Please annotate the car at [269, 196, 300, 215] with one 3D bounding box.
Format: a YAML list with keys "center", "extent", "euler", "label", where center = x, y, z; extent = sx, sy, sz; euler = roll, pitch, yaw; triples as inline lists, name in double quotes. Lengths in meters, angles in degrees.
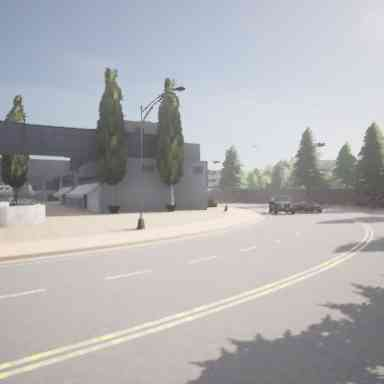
- center: [10.002, 1.431, 36.939]
  extent: [2.150, 2.045, 5.566]
  euler: [0, 0, 4]
  label: "car"

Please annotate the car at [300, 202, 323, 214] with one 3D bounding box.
- center: [13.557, 1.809, 38.581]
  extent: [1.895, 1.301, 4.718]
  euler: [0, 0, 2]
  label: "car"
